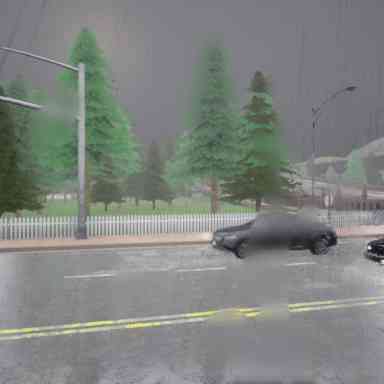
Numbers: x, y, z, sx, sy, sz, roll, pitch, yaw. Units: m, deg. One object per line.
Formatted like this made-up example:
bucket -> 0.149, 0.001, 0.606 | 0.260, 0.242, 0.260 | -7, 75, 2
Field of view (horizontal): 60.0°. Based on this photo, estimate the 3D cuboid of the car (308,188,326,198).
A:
car -> 20.136, 0.545, 57.236 | 1.882, 1.535, 5.008 | 0, 5, -15

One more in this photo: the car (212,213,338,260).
car -> 3.052, 1.526, 12.209 | 4.674, 1.442, 1.812 | 0, 0, -14

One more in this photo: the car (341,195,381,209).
car -> 23.243, 1.302, 45.972 | 2.128, 1.511, 4.902 | 0, 2, -16

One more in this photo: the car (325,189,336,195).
car -> 24.181, 0.807, 55.725 | 1.812, 1.442, 4.674 | 0, 5, -15

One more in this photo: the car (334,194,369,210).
car -> 20.742, 1.410, 41.914 | 2.128, 1.511, 4.902 | 0, 1, -16

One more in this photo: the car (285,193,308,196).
car -> 16.876, 0.633, 55.879 | 1.812, 1.442, 4.674 | 0, 5, -15

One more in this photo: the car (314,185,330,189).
car -> 27.323, -0.666, 70.976 | 2.128, 1.511, 4.902 | 0, 7, -15

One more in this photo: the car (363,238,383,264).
car -> 7.892, 1.548, 9.804 | 5.357, 1.411, 2.033 | 0, 0, -14
